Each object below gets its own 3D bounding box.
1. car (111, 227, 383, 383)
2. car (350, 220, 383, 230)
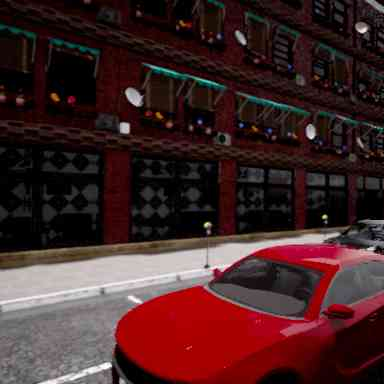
[{"bbox_3d":[1.451,1.494,4.397,5.008,1.535,1.882,0,0,-35],"label":"car"},{"bbox_3d":[6.068,1.615,10.877,4.313,1.339,1.947,0,1,-35],"label":"car"}]
